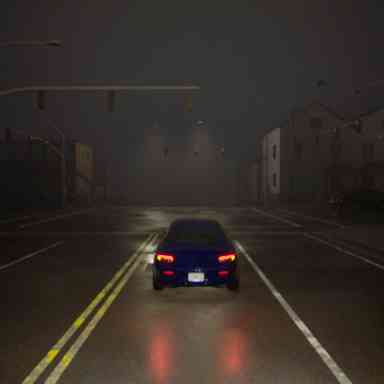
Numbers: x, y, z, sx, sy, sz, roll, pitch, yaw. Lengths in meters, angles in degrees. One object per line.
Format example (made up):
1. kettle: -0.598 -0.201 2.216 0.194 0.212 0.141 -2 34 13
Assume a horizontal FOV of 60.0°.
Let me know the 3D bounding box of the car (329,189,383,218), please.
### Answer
1. car: 13.128 0.807 24.692 5.566 2.045 2.150 0 1 3

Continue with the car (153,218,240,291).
1. car: 0.096 1.382 8.495 1.812 1.442 4.674 0 1 0
